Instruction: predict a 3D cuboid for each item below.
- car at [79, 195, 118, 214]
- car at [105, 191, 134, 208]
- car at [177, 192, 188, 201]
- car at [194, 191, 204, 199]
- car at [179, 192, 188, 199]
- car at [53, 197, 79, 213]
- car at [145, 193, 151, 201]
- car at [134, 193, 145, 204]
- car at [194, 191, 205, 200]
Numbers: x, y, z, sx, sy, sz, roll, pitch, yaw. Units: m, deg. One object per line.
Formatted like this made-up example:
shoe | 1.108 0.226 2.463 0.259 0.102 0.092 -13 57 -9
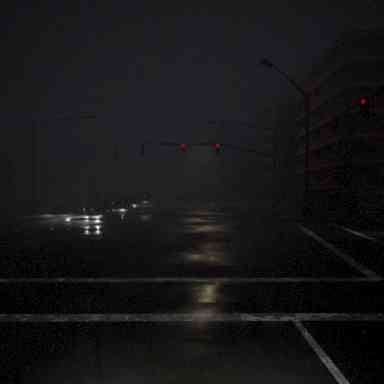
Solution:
car | -9.515 1.369 34.292 2.128 1.511 4.902 0 1 1
car | -9.397 1.106 43.333 2.097 1.767 4.553 0 1 1
car | -1.926 0.917 65.170 2.033 1.411 5.357 0 1 1
car | 1.613 0.556 75.829 2.097 1.767 4.553 0 1 1
car | -1.887 0.742 75.821 2.033 1.411 5.357 0 1 1
car | -13.003 1.346 35.359 1.882 1.535 5.008 0 1 1
car | -9.086 0.948 63.513 2.033 1.411 5.357 0 1 1
car | -9.274 1.132 52.978 2.033 1.411 5.357 0 1 1
car | 1.581 0.855 65.439 2.128 1.511 4.902 0 1 1
